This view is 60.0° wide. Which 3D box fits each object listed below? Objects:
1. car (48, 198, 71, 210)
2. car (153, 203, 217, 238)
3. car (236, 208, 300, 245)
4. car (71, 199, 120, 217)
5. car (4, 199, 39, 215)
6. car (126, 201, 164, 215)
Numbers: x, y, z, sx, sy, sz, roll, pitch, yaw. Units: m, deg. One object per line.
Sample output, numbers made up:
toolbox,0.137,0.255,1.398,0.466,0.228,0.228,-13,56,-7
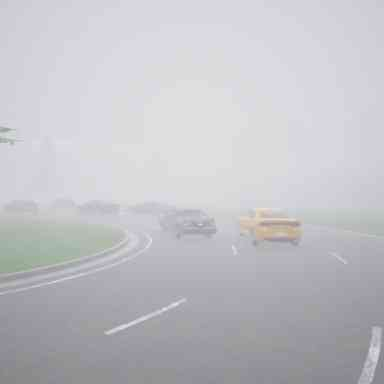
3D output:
car,-16.877,1.499,42.955,4.892,1.490,1.837,0,0,43
car,-0.398,1.541,17.664,2.033,1.411,5.357,0,0,-18
car,3.376,1.470,15.444,1.882,1.535,5.008,1,0,-3
car,-9.026,1.471,31.683,5.008,1.535,1.882,0,0,37
car,-17.596,1.490,34.182,4.902,1.511,2.128,0,0,41
car,-4.055,1.538,32.293,5.357,1.411,2.033,0,0,37
